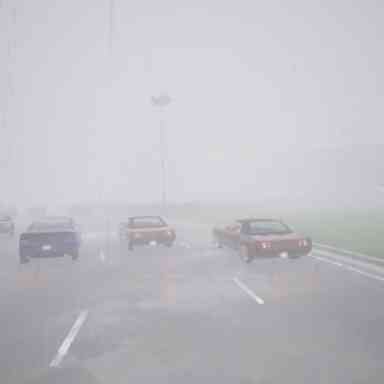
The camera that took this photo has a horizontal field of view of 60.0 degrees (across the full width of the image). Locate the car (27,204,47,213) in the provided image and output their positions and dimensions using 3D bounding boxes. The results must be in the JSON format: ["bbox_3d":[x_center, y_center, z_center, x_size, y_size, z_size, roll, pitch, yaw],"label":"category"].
[{"bbox_3d":[-20.271,2.271,43.511,1.812,1.442,4.674,-1,0,-37],"label":"car"}]

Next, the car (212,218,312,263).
[{"bbox_3d":[2.201,1.602,12.027,1.895,1.301,4.718,-1,0,-14],"label":"car"}]

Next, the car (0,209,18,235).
[{"bbox_3d":[-12.252,2.025,20.803,1.895,1.301,4.718,-1,0,-31],"label":"car"}]

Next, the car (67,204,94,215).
[{"bbox_3d":[-13.799,2.163,40.830,1.895,1.301,4.718,-1,0,-38],"label":"car"}]

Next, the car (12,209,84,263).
[{"bbox_3d":[-5.450,1.686,13.213,1.882,1.535,5.008,-1,0,-17],"label":"car"}]

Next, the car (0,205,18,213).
[{"bbox_3d":[-22.869,2.349,41.071,2.033,1.411,5.357,-1,0,-37],"label":"car"}]

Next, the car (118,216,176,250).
[{"bbox_3d":[-2.242,1.734,15.194,1.895,1.301,4.718,-1,0,-19],"label":"car"}]
